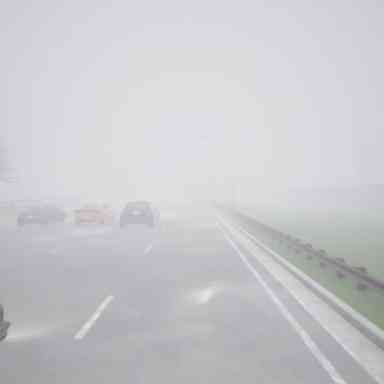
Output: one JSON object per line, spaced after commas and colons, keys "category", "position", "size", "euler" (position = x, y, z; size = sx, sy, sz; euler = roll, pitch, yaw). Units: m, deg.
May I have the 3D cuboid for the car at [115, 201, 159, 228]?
{"category": "car", "position": [-3.402, 1.350, 22.248], "size": [2.097, 1.767, 4.553], "euler": [0, 0, 0]}

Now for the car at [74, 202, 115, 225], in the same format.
{"category": "car", "position": [-6.901, 1.475, 24.100], "size": [1.882, 1.535, 5.008], "euler": [0, 0, 0]}

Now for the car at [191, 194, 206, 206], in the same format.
{"category": "car", "position": [1.220, 1.473, 53.587], "size": [1.882, 1.535, 5.008], "euler": [0, 0, 0]}

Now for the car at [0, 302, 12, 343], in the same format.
{"category": "car", "position": [-3.399, 1.547, 2.080], "size": [2.033, 1.411, 5.357], "euler": [0, 0, 0]}

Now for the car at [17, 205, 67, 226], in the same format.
{"category": "car", "position": [-10.402, 1.561, 23.379], "size": [1.994, 1.385, 4.181], "euler": [0, 0, 0]}

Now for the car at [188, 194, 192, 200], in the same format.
{"category": "car", "position": [-0.009, 1.383, 92.503], "size": [1.994, 1.385, 4.181], "euler": [0, 0, 0]}
